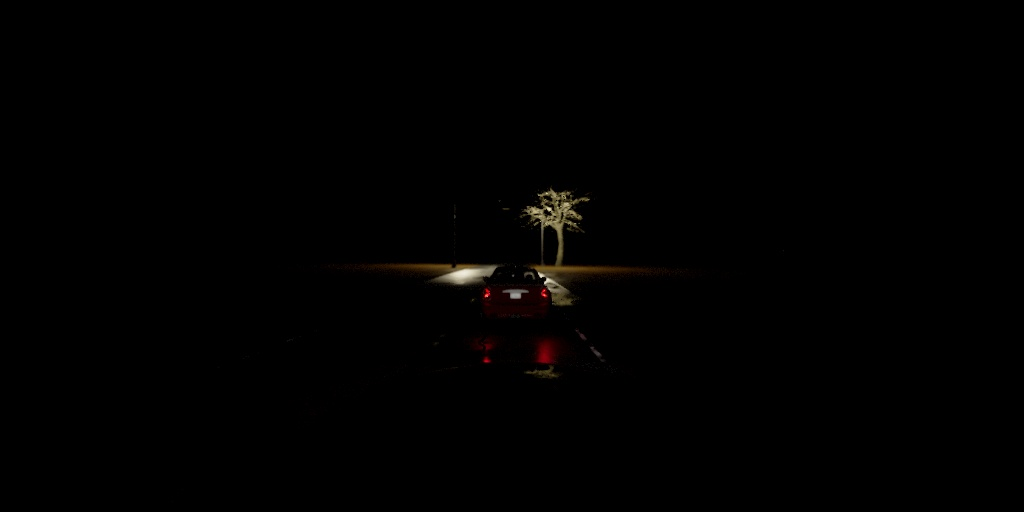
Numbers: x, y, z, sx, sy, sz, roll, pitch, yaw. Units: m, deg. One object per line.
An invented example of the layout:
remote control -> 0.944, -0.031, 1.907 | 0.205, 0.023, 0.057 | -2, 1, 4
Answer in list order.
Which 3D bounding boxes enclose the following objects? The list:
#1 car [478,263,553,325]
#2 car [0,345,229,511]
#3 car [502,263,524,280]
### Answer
car -> 0.100, 1.096, 11.902 | 2.097, 1.767, 4.553 | 0, 0, 0
car -> -3.501, 1.276, 1.417 | 1.812, 1.442, 4.674 | 0, 0, 0
car -> 0.087, 1.326, 32.395 | 1.895, 1.301, 4.718 | 0, 0, 0
